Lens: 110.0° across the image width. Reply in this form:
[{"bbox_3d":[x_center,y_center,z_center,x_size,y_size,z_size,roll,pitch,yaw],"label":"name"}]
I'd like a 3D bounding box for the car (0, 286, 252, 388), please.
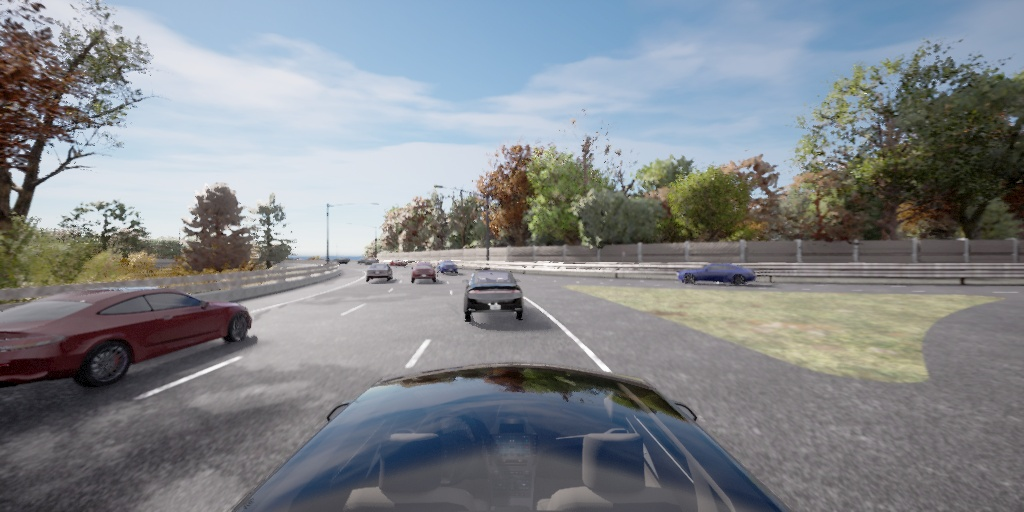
[{"bbox_3d":[-7.212,1.302,6.818,1.812,1.442,4.674,0,0,-3],"label":"car"}]

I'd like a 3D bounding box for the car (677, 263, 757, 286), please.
[{"bbox_3d":[13.733,1.221,24.276,4.674,1.442,1.812,0,0,24],"label":"car"}]

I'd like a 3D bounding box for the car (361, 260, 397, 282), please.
[{"bbox_3d":[-11.066,1.334,30.064,2.033,1.411,5.357,0,0,-16],"label":"car"}]

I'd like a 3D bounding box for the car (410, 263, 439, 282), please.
[{"bbox_3d":[-7.179,1.298,29.025,1.812,1.442,4.674,0,0,-15],"label":"car"}]

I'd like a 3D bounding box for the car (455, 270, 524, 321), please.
[{"bbox_3d":[-0.710,1.243,12.599,2.128,1.511,4.902,0,0,-6],"label":"car"}]

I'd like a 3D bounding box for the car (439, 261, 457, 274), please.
[{"bbox_3d":[-7.465,1.297,40.969,1.812,1.442,4.674,0,0,-21],"label":"car"}]
